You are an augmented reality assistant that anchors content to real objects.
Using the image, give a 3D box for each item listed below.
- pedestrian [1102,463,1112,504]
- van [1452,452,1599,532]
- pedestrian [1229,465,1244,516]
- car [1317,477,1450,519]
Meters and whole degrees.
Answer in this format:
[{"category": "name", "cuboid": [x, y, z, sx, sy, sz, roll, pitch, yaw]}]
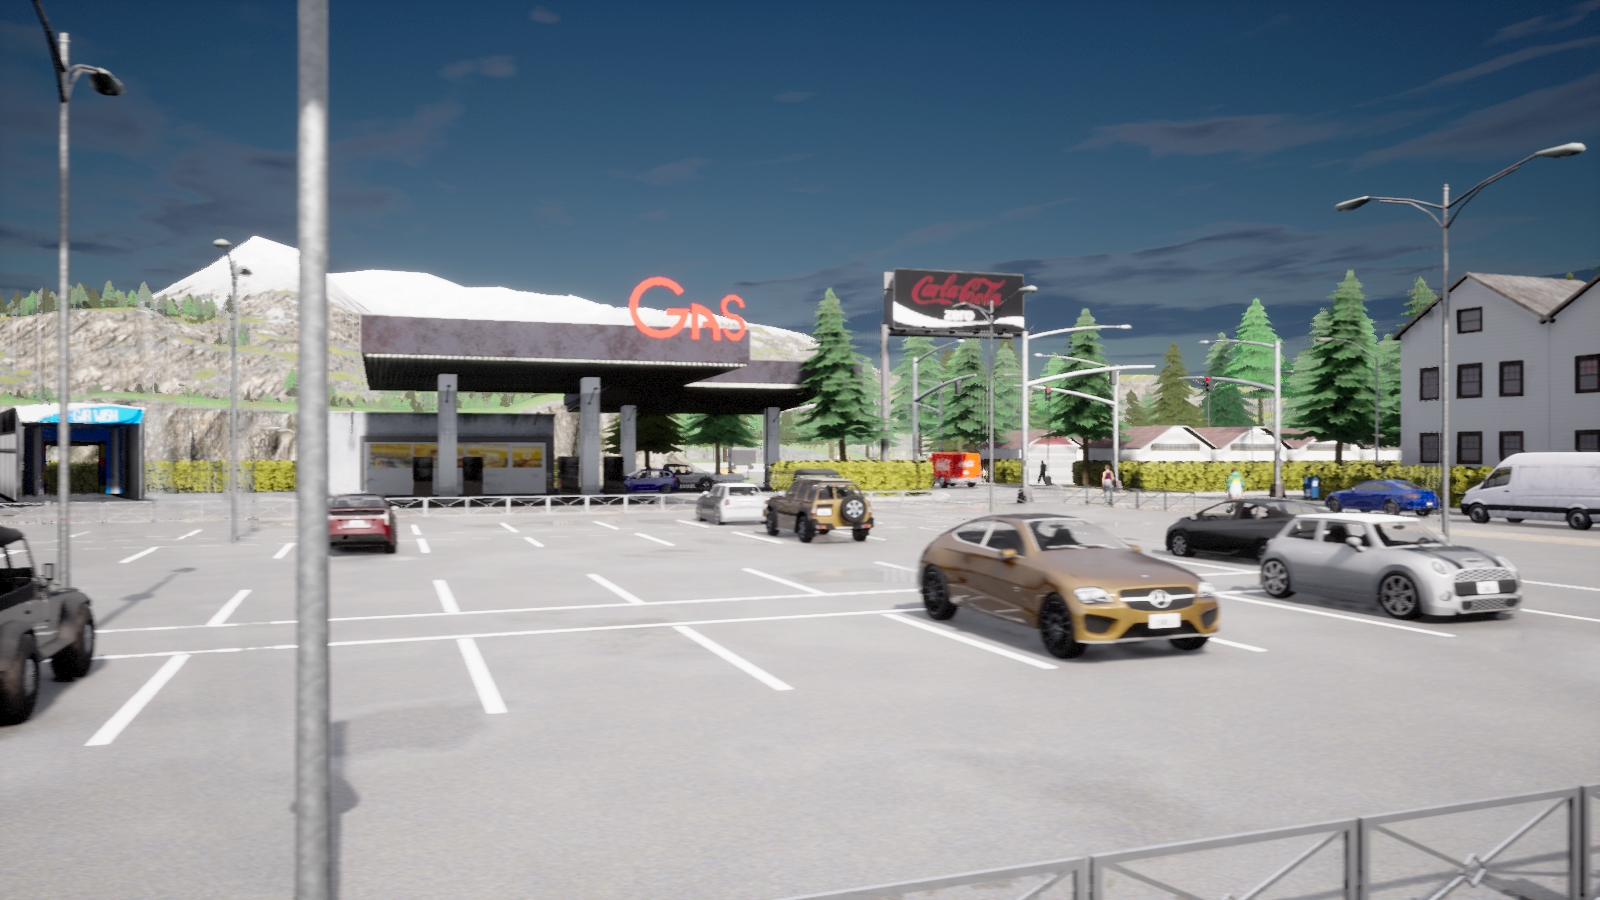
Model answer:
[{"category": "pedestrian", "cuboid": [13.955, 1.503, 51.881, 0.375, 1.860, 0.375, 0, 0, 7]}, {"category": "van", "cuboid": [25.789, 1.342, 39.351, 1.988, 2.561, 5.915, 0, 0, -20]}, {"category": "pedestrian", "cuboid": [16.131, 1.503, 42.229, 0.375, 1.860, 0.375, 0, 0, -9]}, {"category": "car", "cuboid": [23.393, 1.889, 46.037, 2.002, 1.442, 4.674, 0, 0, -20]}]
